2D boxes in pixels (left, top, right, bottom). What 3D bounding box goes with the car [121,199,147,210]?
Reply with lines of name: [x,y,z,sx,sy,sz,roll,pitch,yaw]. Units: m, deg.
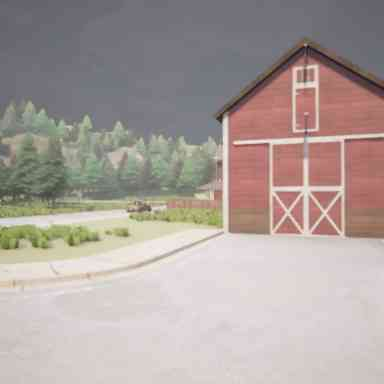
car: [-9.172,1.980,53.126,1.882,1.535,5.008,0,-1,19]

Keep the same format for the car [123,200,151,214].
car: [-6.524,1.854,40.642,1.816,1.474,4.193,-6,-2,16]
